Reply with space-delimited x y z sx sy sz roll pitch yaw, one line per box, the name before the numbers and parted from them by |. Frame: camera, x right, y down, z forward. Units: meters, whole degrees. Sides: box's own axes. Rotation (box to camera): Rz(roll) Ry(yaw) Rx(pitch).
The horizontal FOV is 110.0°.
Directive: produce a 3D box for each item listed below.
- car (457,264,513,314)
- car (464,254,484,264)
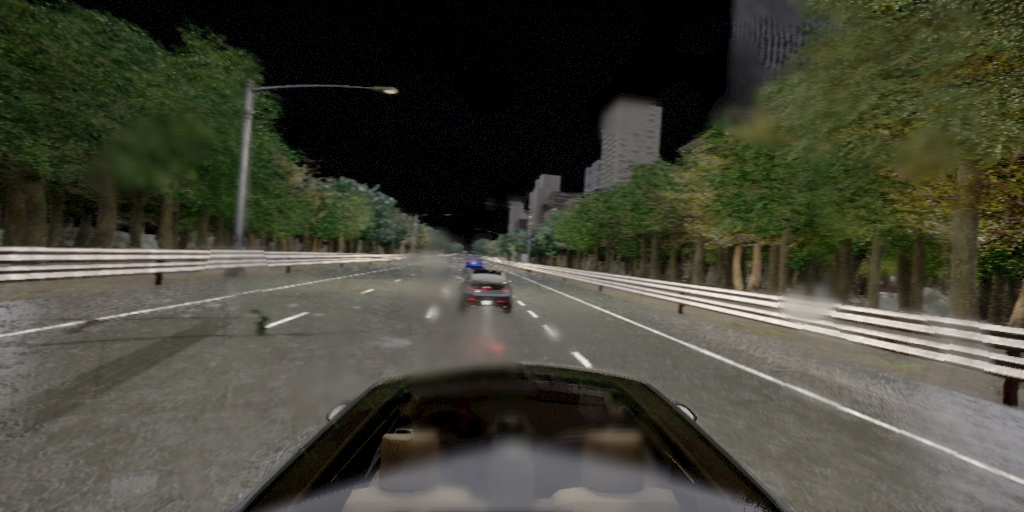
car | -1.070 1.267 13.992 1.837 1.490 4.892 4 0 -7
car | -4.748 0.953 44.606 2.150 2.045 5.566 4 0 -7
